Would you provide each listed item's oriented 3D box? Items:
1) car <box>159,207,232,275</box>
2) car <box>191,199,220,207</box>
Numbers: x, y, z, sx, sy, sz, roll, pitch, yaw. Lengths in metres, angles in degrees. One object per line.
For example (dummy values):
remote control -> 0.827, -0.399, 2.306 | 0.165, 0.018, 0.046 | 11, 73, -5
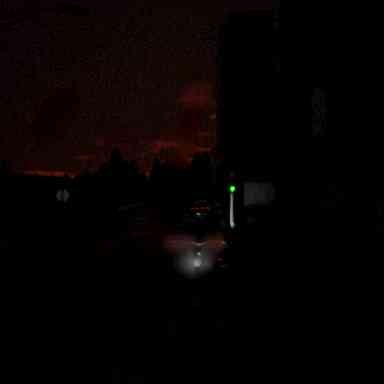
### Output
car -> 0.095, 1.431, 10.182 | 2.128, 1.511, 4.902 | 0, 0, 0
car -> 1.074, 1.346, 26.738 | 1.837, 1.490, 4.892 | 0, 0, 14
